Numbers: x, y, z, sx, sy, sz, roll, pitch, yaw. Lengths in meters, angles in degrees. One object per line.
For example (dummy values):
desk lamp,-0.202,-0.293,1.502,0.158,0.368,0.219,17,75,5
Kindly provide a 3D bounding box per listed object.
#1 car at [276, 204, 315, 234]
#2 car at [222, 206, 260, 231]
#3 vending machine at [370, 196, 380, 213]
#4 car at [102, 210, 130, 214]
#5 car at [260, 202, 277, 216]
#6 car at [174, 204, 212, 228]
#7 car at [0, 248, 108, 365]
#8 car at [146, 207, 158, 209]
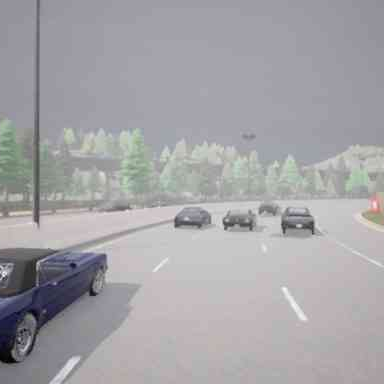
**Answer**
car,6.550,1.687,20.853,2.128,1.511,4.902,0,-1,14
car,3.340,1.804,22.540,1.895,1.301,4.718,0,-1,15
vending machine,23.832,1.623,43.286,1.100,2.100,0.880,0,-1,33
car,-9.287,1.677,40.057,2.097,1.767,4.553,0,-1,22
car,8.741,1.847,37.239,1.837,1.490,4.892,0,0,24
car,0.151,1.772,23.944,1.994,1.385,4.181,0,-1,15
car,-3.051,1.646,5.889,1.895,1.301,4.718,0,0,4
car,-4.360,1.961,42.820,1.895,1.301,4.718,0,-1,25
